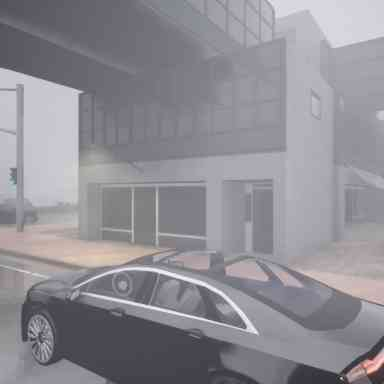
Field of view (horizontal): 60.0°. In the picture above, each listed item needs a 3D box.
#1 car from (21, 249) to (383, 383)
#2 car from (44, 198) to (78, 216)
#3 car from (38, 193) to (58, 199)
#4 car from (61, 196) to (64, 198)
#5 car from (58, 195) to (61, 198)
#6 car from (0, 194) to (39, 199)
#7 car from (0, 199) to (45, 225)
[{"bbox_3d":[-0.235,1.492,4.160,4.902,1.511,2.128,0,0,35],"label":"car"},{"bbox_3d":[-13.426,1.601,32.665,1.895,1.301,4.718,0,0,36],"label":"car"},{"bbox_3d":[-30.613,1.153,69.413,4.605,1.855,1.932,0,0,35],"label":"car"},{"bbox_3d":[-12.587,1.478,39.671,1.882,1.535,5.008,0,0,37],"label":"car"},{"bbox_3d":[-28.886,1.364,71.739,3.905,1.438,1.784,0,0,35],"label":"car"},{"bbox_3d":[-17.924,1.352,32.439,2.097,1.767,4.553,0,0,36],"label":"car"},{"bbox_3d":[-12.566,1.477,21.564,1.882,1.535,5.008,0,0,36],"label":"car"}]
